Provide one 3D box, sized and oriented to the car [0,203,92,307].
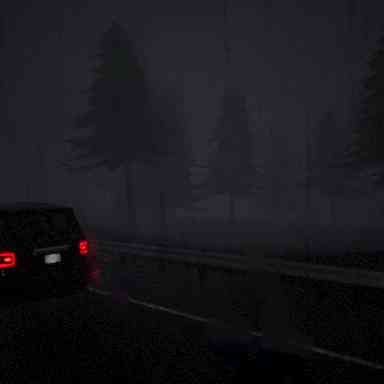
[{"bbox_3d":[-4.578,1.268,7.460,5.566,2.045,2.150,0,0,37],"label":"car"}]
